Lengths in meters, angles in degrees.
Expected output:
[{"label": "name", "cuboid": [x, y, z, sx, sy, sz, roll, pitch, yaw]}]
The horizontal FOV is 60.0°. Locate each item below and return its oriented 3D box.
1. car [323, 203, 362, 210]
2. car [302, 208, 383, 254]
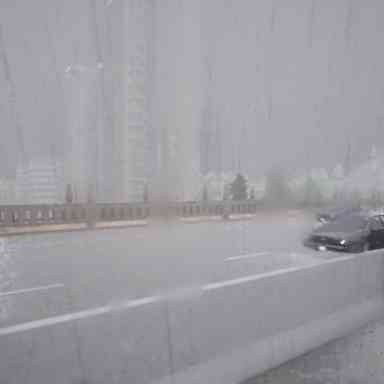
[{"label": "car", "cuboid": [11.373, 1.572, 25.036, 5.357, 1.411, 2.033, 0, 0, -36]}, {"label": "car", "cuboid": [6.664, 1.556, 13.044, 5.357, 1.411, 2.033, 0, 0, -36]}]
